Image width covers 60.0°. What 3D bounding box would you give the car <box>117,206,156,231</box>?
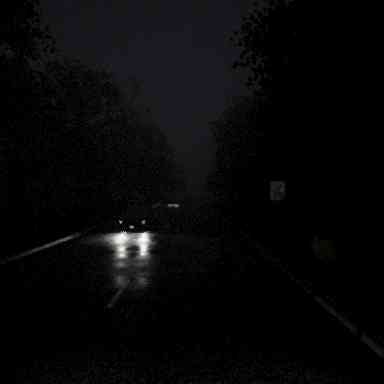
[{"bbox_3d":[-3.357,1.573,21.190,2.033,1.411,5.357,0,0,0],"label":"car"}]

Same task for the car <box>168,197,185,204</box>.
[{"bbox_3d":[-2.894,1.567,63.171,2.033,1.411,5.357,1,0,16],"label":"car"}]
